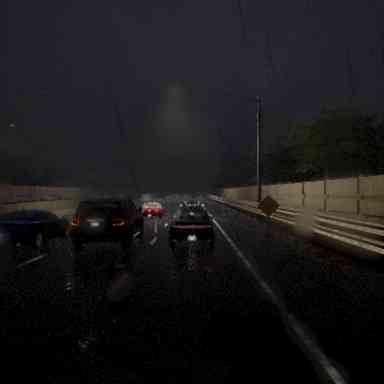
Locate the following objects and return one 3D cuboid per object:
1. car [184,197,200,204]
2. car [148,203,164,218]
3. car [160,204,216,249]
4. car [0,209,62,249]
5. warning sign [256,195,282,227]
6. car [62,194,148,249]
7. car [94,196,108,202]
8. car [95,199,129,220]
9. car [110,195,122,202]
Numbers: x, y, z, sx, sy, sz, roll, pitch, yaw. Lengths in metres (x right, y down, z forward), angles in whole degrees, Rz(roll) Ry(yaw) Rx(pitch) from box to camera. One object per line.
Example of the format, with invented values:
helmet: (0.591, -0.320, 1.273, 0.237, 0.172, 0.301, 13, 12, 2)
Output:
car: (0.000, 1.516, 29.650, 1.837, 1.490, 4.892, 0, 0, 0)
car: (-3.500, 1.616, 29.680, 1.895, 1.301, 4.718, 0, 0, 0)
car: (0.000, 1.496, 14.650, 2.128, 1.511, 4.902, 0, 0, 0)
car: (-7.000, 1.485, 14.650, 1.882, 1.535, 5.008, 0, 0, 0)
warning sign: (4.543, 1.115, 19.777, 1.300, 1.860, 1.060, 0, 0, 0)
car: (-3.500, 1.258, 14.680, 2.150, 2.045, 5.566, 0, 0, 0)
car: (-21.000, 1.532, 76.687, 1.895, 1.301, 4.718, 0, 0, 0)
car: (-7.000, 1.484, 29.650, 1.882, 1.535, 5.008, 0, 0, 0)
car: (-17.500, 1.437, 76.717, 1.837, 1.490, 4.892, 0, 0, 0)
